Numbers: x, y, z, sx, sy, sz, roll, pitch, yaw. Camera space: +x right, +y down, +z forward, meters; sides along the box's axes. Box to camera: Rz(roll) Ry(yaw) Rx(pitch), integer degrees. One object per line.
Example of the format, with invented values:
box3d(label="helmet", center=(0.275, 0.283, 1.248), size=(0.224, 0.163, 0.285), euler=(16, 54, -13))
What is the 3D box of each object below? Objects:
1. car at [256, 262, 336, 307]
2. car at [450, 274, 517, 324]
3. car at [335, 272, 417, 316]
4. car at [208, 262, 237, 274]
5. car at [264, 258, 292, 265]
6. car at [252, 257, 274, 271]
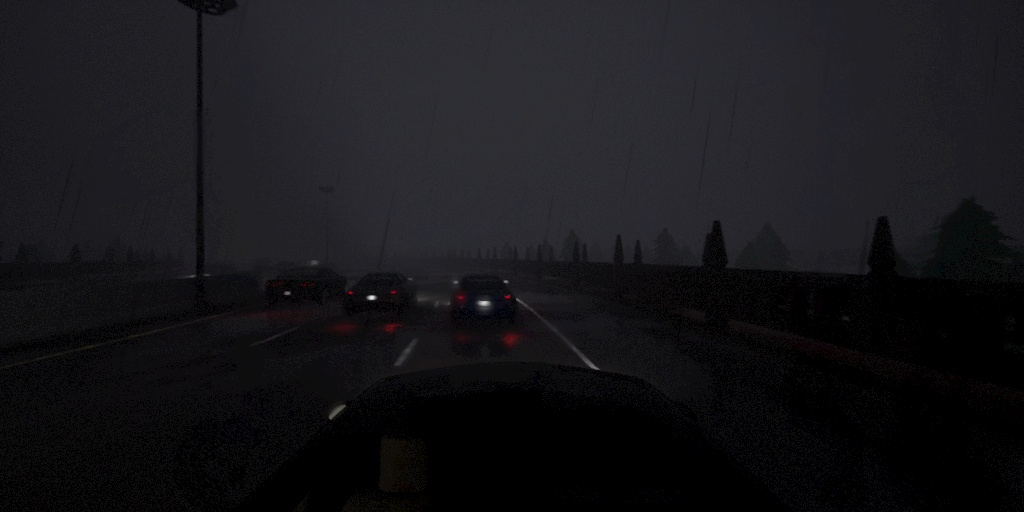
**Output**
box3d(label="car", center=(-8.598, 1.194, 15.493), size=(1.882, 1.535, 5.008), euler=(0, 0, -10))
box3d(label="car", center=(-1.010, 1.285, 11.958), size=(1.994, 1.385, 4.181), euler=(0, 0, -7))
box3d(label="car", center=(-4.723, 1.284, 13.333), size=(1.994, 1.385, 4.181), euler=(0, 0, -8))
box3d(label="car", center=(-31.853, 1.266, 39.525), size=(1.895, 1.301, 4.718), euler=(0, 0, -29))
box3d(label="car", center=(-21.515, 1.220, 34.191), size=(2.033, 1.411, 5.357), euler=(0, 0, -23))
box3d(label="car", center=(-30.022, 1.155, 43.389), size=(1.837, 1.490, 4.892), euler=(0, 1, -30))
